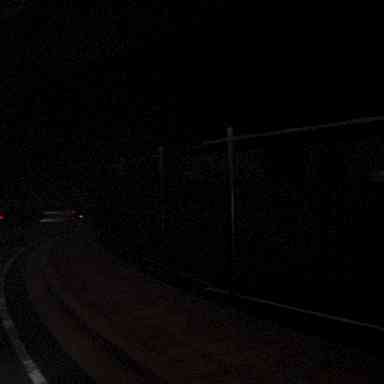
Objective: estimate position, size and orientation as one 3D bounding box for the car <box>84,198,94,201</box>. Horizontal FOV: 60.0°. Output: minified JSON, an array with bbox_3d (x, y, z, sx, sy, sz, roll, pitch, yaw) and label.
[{"bbox_3d":[-10.168,1.229,41.680,2.150,2.045,5.566,-1,0,35],"label":"car"}]

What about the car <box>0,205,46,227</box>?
[{"bbox_3d":[-12.793,1.679,24.057,2.033,1.411,5.357,-1,0,6],"label":"car"}]

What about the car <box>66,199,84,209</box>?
[{"bbox_3d":[-13.747,1.576,42.503,2.128,1.511,4.902,-1,0,32],"label":"car"}]

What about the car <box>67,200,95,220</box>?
[{"bbox_3d":[-8.299,1.638,28.687,1.895,1.301,4.718,-1,0,14],"label":"car"}]
